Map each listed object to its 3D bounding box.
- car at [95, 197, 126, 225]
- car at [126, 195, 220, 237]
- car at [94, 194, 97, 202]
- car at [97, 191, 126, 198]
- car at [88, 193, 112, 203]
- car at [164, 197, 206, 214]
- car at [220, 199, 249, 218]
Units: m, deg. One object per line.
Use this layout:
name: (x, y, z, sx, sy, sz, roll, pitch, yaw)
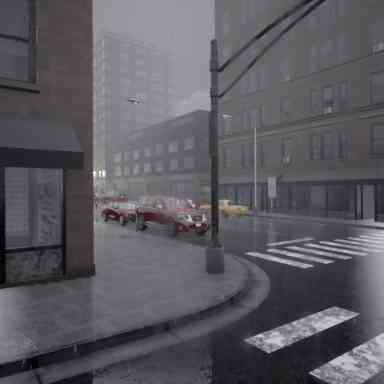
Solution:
car: (-4.393, 1.288, 21.520, 1.887, 1.381, 4.507, 1, 0, -36)
car: (-1.175, 1.138, 17.079, 2.192, 1.841, 5.009, 1, 0, -36)
car: (-14.228, 0.882, 45.174, 1.837, 1.490, 4.892, 0, 1, -35)
car: (-10.333, 0.717, 44.274, 2.192, 1.841, 5.009, 1, 0, -36)
car: (-13.549, 0.883, 48.717, 2.008, 1.369, 4.403, 1, 0, -36)
car: (-0.695, 1.203, 30.952, 1.802, 1.307, 4.206, 1, 0, -36)
car: (2.419, 1.222, 26.648, 1.752, 1.417, 4.829, 1, 0, -36)
